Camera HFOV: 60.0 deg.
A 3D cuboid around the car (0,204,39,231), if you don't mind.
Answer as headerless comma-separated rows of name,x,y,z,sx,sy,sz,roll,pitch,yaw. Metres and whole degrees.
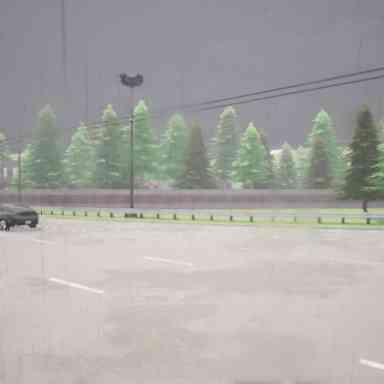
car,-11.497,1.514,20.782,4.892,1.490,1.837,0,0,35
